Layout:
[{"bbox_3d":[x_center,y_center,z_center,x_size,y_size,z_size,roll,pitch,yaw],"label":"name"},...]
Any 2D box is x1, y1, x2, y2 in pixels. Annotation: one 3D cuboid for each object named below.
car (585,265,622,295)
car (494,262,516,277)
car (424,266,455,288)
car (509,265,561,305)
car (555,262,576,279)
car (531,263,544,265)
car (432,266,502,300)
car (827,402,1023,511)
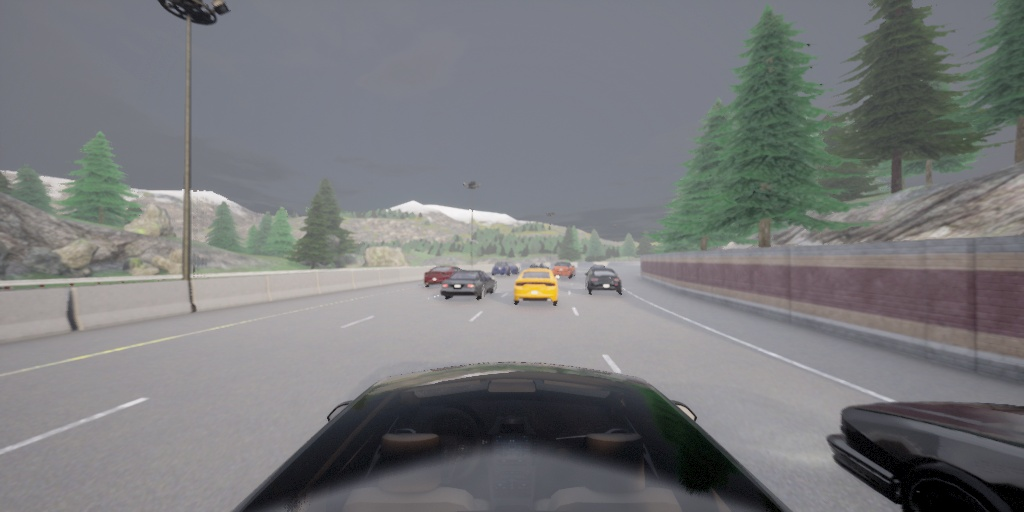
[{"bbox_3d":[5.357,1.439,21.260,1.812,1.442,4.674,0,-1,9],"label":"car"},{"bbox_3d":[-0.706,1.419,41.316,2.097,1.767,4.553,0,-1,16],"label":"car"},{"bbox_3d":[-4.546,1.414,25.520,1.882,1.535,5.008,0,-1,10],"label":"car"},{"bbox_3d":[1.219,1.352,16.982,1.882,1.535,5.008,0,0,7],"label":"car"},{"bbox_3d":[5.451,1.395,37.529,2.097,1.767,4.553,0,0,16],"label":"car"},{"bbox_3d":[3.140,1.569,41.990,2.128,1.511,4.902,0,0,17],"label":"car"},{"bbox_3d":[-2.123,1.432,18.707,2.033,1.411,5.357,0,0,8],"label":"car"},{"bbox_3d":[3.593,1.292,0.535,2.033,1.411,5.357,0,0,0],"label":"car"}]
